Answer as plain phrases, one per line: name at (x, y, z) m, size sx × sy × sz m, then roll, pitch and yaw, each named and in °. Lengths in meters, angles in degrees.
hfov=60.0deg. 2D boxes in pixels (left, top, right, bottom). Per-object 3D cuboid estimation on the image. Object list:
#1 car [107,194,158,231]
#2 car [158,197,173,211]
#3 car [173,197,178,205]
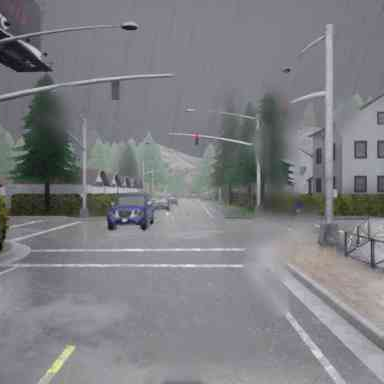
car at (-3.625, 1.156, 20.583) m, size 2.150 × 2.045 × 5.566 m, roll -1°, pitch 0°, yaw 0°
car at (-3.584, 1.525, 39.903) m, size 1.812 × 1.442 × 4.674 m, roll 0°, pitch 0°, yaw 0°
car at (-3.497, 1.525, 58.157) m, size 1.812 × 1.442 × 4.674 m, roll 0°, pitch 0°, yaw 0°
